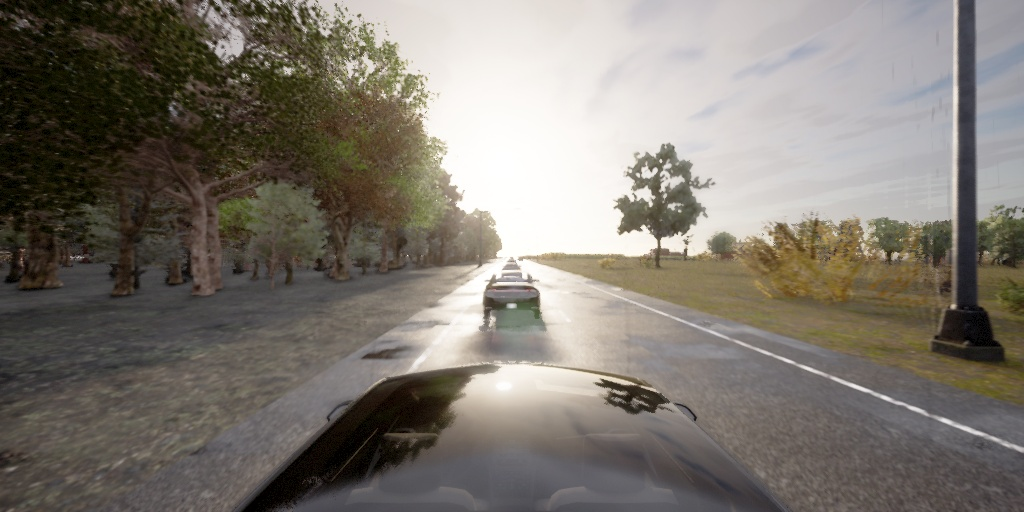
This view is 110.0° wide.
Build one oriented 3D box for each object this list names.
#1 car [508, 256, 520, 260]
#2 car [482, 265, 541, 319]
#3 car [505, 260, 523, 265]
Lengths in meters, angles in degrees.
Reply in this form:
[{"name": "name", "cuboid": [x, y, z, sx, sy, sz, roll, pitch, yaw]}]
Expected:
[{"name": "car", "cuboid": [-0.031, 1.276, 64.229, 1.837, 1.490, 4.892, 0, 0, 0]}, {"name": "car", "cuboid": [-0.005, 1.256, 12.941, 2.128, 1.511, 4.902, 0, 0, 0]}, {"name": "car", "cuboid": [-0.015, 1.332, 33.849, 1.994, 1.385, 4.181, 0, 0, 0]}]
